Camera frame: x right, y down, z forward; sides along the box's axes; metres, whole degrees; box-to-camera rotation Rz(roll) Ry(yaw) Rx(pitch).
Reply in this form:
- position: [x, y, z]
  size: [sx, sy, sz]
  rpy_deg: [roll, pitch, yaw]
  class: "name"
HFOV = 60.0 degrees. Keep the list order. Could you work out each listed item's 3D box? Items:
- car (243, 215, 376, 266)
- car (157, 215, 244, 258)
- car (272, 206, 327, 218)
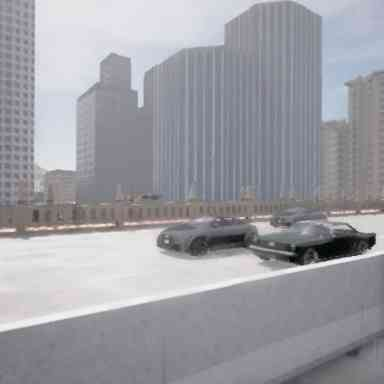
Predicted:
- position: [4.186, 1.652, 11.267]
  size: [4.718, 1.301, 1.895]
  rpy_deg: [0, 0, -35]
  class: "car"
- position: [0.723, 1.606, 13.096]
  size: [4.181, 1.385, 1.994]
  rpy_deg: [0, 0, -35]
  class: "car"
- position: [7.101, 1.659, 21.921]
  size: [4.181, 1.385, 1.994]
  rpy_deg: [0, 0, -35]
  class: "car"
